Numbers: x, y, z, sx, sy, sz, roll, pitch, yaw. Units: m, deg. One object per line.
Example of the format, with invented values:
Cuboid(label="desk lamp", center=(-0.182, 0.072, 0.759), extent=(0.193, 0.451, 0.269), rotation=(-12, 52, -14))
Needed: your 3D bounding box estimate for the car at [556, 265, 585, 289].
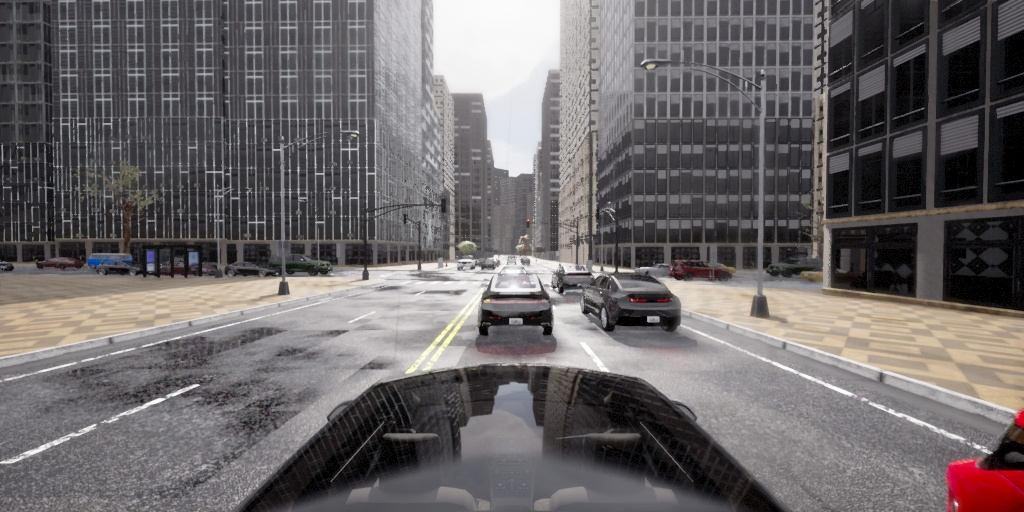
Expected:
Cuboid(label="car", center=(3.330, 1.232, 20.136), extent=(2.128, 1.511, 4.902), rotation=(0, 0, 0))

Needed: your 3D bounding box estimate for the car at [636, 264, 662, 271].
Cuboid(label="car", center=(15.058, 1.452, 36.779), extent=(4.718, 1.301, 1.895), rotation=(0, 1, 0))

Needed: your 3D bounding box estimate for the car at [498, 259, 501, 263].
Cuboid(label="car", center=(-3.389, 1.263, 63.385), extent=(1.994, 1.385, 4.181), rotation=(0, 0, 0))

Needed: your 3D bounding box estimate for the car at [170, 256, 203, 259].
Cuboid(label="car", center=(-30.559, 0.848, 34.333), extent=(4.553, 1.767, 2.097), rotation=(0, 1, 1))

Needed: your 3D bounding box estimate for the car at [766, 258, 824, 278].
Cuboid(label="car", center=(29.169, 1.196, 36.561), extent=(5.566, 2.045, 2.150), rotation=(0, 1, 1))

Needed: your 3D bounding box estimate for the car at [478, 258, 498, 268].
Cuboid(label="car", center=(-3.398, 1.192, 52.166), extent=(1.882, 1.535, 5.008), rotation=(0, 0, 0))

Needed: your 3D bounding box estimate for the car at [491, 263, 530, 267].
Cuboid(label="car", center=(0.079, 1.288, 20.128), extent=(2.033, 1.411, 5.357), rotation=(0, 0, 0))

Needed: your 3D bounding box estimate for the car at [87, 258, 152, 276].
Cuboid(label="car", center=(-34.131, 1.069, 31.772), extent=(4.313, 1.339, 1.948), rotation=(0, 0, 1))

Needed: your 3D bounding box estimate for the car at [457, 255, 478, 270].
Cuboid(label="car", center=(-6.648, 0.935, 52.614), extent=(2.150, 2.045, 5.566), rotation=(0, 0, 0))

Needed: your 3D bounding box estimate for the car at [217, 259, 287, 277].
Cuboid(label="car", center=(-22.766, 1.173, 31.479), extent=(4.313, 1.339, 1.948), rotation=(0, 0, 1))

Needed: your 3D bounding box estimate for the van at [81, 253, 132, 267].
Cuboid(label="van", center=(-45.332, 0.604, 40.420), extent=(3.998, 1.789, 1.690), rotation=(0, 0, 1))

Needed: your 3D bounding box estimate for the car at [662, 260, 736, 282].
Cuboid(label="car", center=(16.160, 1.269, 30.997), extent=(5.009, 1.841, 2.192), rotation=(0, 0, 1))

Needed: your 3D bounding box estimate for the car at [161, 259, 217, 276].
Cuboid(label="car", center=(-28.450, 1.137, 31.606), extent=(4.207, 1.307, 1.802), rotation=(0, 0, 1))

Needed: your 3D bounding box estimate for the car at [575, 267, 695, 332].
Cuboid(label="car", center=(3.339, 1.251, 10.888), extent=(1.837, 1.490, 4.892), rotation=(0, 0, 0))

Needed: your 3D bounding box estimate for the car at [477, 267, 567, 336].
Cuboid(label="car", center=(0.090, 1.238, 10.393), extent=(2.128, 1.511, 4.902), rotation=(0, 0, 0))

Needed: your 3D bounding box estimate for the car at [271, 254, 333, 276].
Cuboid(label="car", center=(-20.134, 0.809, 34.131), extent=(5.566, 2.045, 2.150), rotation=(0, 1, 1))

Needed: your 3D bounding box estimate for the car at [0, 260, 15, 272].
Cuboid(label="car", center=(-51.442, 0.825, 34.810), extent=(4.674, 1.442, 1.812), rotation=(0, 1, 2))

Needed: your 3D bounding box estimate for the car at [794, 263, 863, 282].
Cuboid(label="car", center=(27.608, 1.579, 30.813), extent=(4.829, 1.417, 1.751), rotation=(0, 0, 1))
